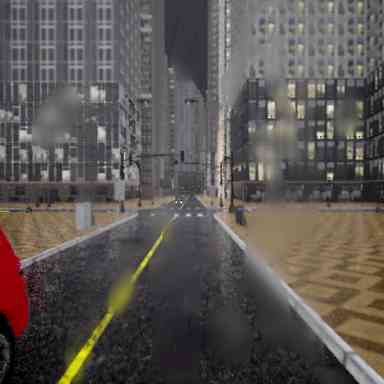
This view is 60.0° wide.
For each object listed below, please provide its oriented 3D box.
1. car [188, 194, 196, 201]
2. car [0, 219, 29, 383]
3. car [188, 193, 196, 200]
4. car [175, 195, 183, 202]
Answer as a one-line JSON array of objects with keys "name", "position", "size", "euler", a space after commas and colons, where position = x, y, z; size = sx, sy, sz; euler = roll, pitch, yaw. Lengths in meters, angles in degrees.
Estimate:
[{"name": "car", "position": [-0.021, 1.460, 82.091], "size": [1.812, 1.442, 4.674], "euler": [0, 0, 0]}, {"name": "car", "position": [-3.100, 1.218, 1.898], "size": [2.150, 2.045, 5.566], "euler": [0, 0, 0]}, {"name": "car", "position": [-0.024, 1.282, 92.495], "size": [2.097, 1.767, 4.553], "euler": [0, 0, 0]}, {"name": "car", "position": [-3.020, 1.461, 77.930], "size": [2.128, 1.511, 4.902], "euler": [0, 0, 0]}]
